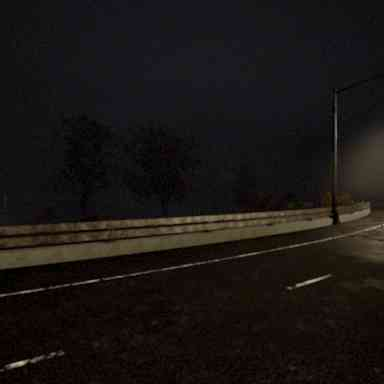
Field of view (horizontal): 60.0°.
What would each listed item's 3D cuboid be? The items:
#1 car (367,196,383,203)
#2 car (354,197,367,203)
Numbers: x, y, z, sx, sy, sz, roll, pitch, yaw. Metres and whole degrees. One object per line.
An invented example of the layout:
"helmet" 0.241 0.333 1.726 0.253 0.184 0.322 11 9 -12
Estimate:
"car" 43.105 1.822 79.394 2.097 1.767 4.553 0 0 5
"car" 39.677 1.972 80.222 1.994 1.385 4.181 0 0 5
